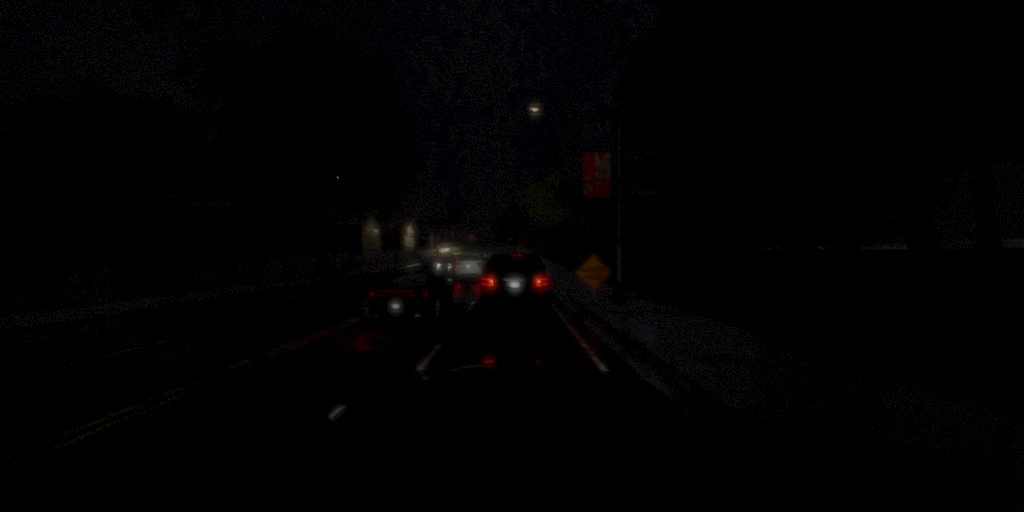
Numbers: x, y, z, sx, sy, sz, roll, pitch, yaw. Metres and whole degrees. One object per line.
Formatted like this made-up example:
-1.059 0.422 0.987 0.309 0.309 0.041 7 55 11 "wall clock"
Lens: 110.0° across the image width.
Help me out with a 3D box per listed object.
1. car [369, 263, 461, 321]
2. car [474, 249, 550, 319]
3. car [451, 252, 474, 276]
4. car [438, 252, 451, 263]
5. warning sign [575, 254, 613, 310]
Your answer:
-3.199 1.205 12.389 1.882 1.535 5.008 0 1 0 "car"
0.067 0.939 12.852 2.150 2.045 5.566 0 -1 0 "car"
-3.185 0.718 28.996 2.150 2.045 5.566 0 2 0 "car"
-9.815 0.199 53.741 1.882 1.535 5.008 0 2 0 "car"
2.851 0.845 12.402 1.300 1.860 1.060 0 0 0 "warning sign"
